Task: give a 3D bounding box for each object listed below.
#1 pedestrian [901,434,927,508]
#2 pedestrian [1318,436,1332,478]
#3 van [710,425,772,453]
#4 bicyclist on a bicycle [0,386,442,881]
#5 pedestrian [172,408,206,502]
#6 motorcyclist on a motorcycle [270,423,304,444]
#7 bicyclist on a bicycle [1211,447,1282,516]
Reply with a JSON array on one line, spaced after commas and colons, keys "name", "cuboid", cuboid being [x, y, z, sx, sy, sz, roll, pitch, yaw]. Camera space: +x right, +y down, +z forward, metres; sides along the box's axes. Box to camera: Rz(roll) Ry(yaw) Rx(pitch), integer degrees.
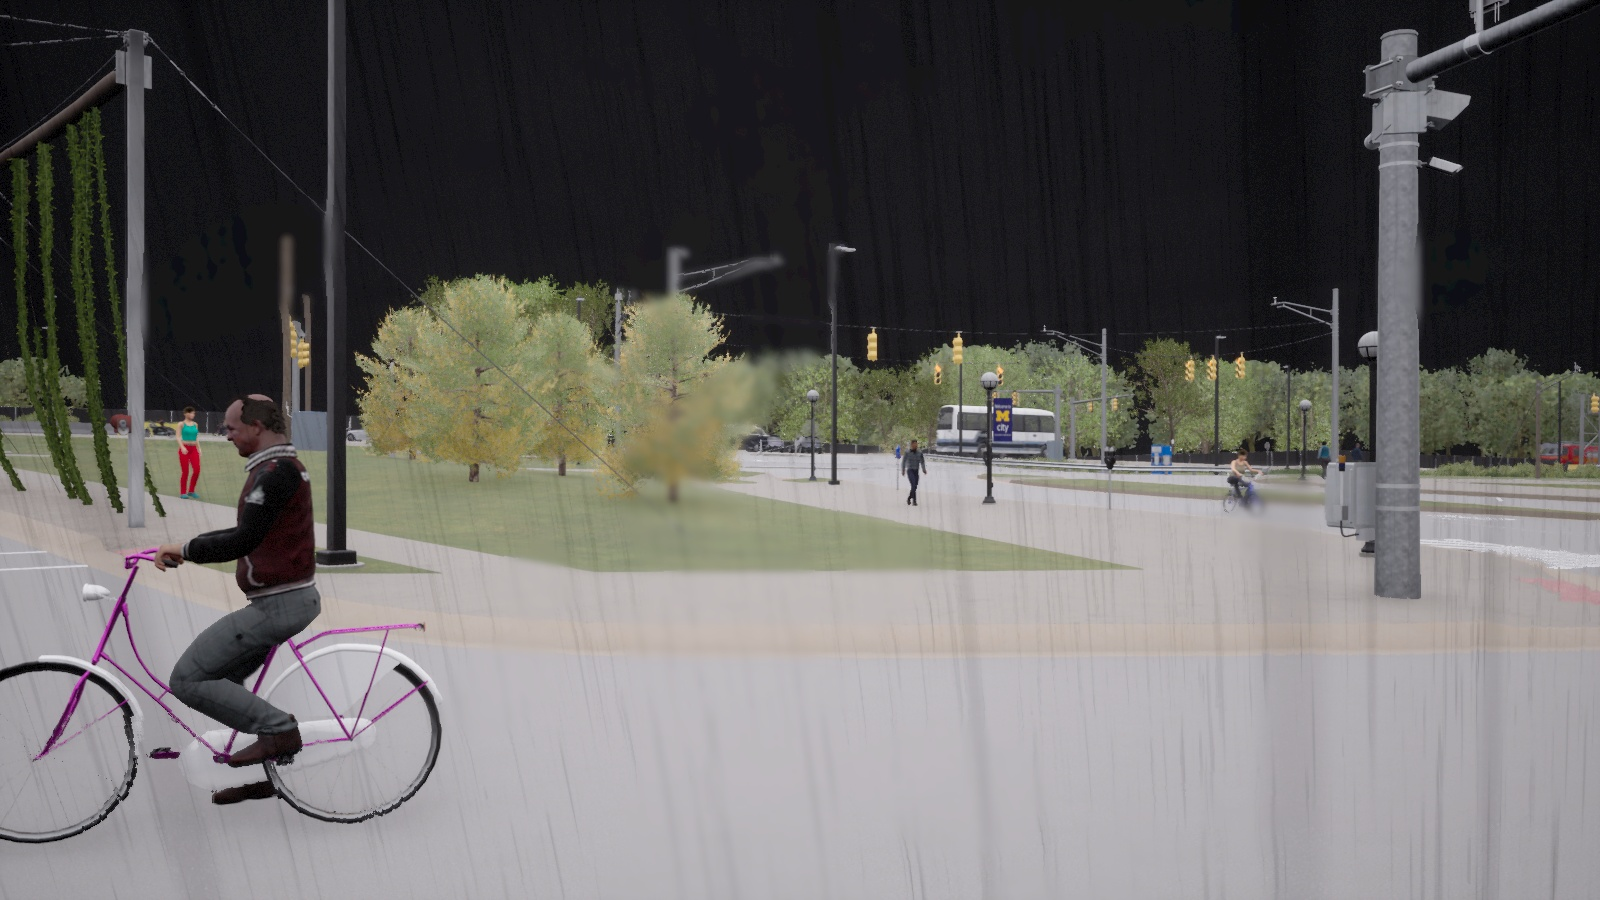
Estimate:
[{"name": "pedestrian", "cuboid": [3.028, 0.550, 33.467, 0.423, 1.949, 0.788, 0, 0, -16]}, {"name": "pedestrian", "cuboid": [24.357, 0.337, 58.276, 0.396, 1.930, 0.692, 0, 0, 7]}, {"name": "van", "cuboid": [-4.653, -0.834, 98.699, 4.480, 2.038, 2.069, 1, 0, -18]}, {"name": "bicyclist on a bicycle", "cuboid": [-2.389, 0.665, 4.982, 1.843, 1.776, 0.659, 1, 0, -16]}, {"name": "pedestrian", "cuboid": [-12.048, 0.090, 24.763, 0.594, 1.836, 0.345, 0, 0, 35]}, {"name": "motorcyclist on a motorcycle", "cuboid": [-37.477, -1.190, 91.813, 2.191, 1.530, 0.866, 1, 0, -18]}, {"name": "bicyclist on a bicycle", "cuboid": [10.838, 0.748, 30.497, 0.866, 1.612, 1.509, 1, 0, -18]}]
